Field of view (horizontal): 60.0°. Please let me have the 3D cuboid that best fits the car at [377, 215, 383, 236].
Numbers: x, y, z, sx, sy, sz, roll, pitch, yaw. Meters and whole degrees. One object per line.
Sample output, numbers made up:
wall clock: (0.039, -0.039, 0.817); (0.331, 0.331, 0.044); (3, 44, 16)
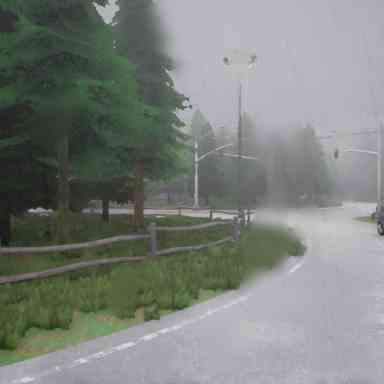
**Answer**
car: (10.280, 1.352, 15.442); (2.097, 1.767, 4.553); (0, 0, 15)
